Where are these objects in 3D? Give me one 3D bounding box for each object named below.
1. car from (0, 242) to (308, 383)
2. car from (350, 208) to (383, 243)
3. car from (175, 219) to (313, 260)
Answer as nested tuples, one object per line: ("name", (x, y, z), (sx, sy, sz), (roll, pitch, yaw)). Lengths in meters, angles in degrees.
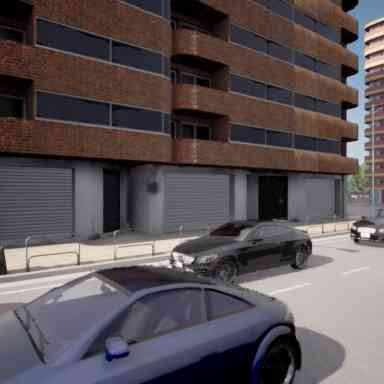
("car", (-0.759, 1.563, 3.457), (4.181, 1.385, 1.994), (0, 0, -36))
("car", (9.033, 1.491, 14.963), (4.902, 1.511, 2.128), (0, 0, -36))
("car", (1.572, 1.526, 9.493), (4.674, 1.442, 1.812), (0, 0, -36))
